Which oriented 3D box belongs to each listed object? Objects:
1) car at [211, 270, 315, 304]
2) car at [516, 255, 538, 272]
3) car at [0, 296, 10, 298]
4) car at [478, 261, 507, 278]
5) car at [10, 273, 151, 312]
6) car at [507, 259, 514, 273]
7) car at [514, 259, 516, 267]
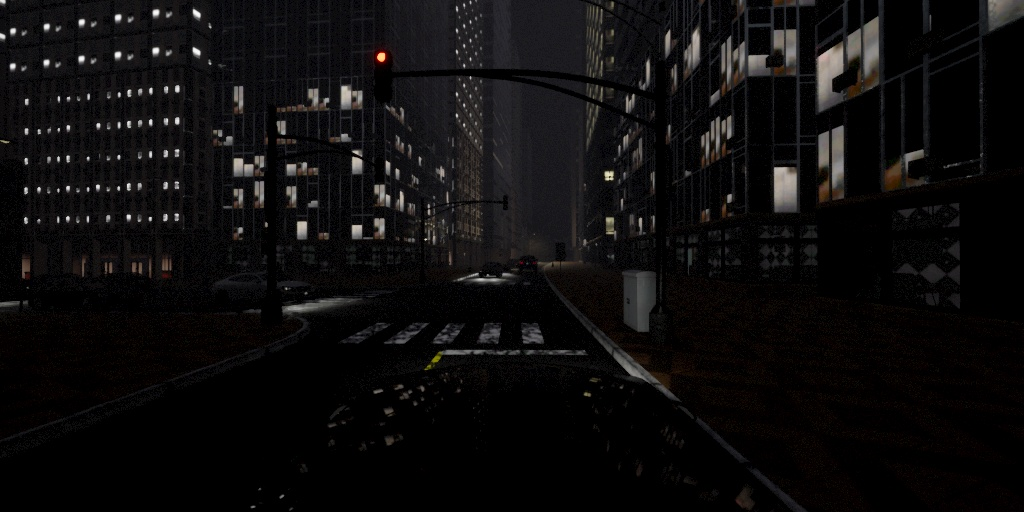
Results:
[{"bbox_3d":[-11.593,1.444,16.703,4.674,1.442,1.812,-1,0,12],"label":"car"},{"bbox_3d":[2.065,0.940,44.590,2.150,2.045,5.566,0,0,5],"label":"car"},{"bbox_3d":[-29.212,1.739,19.710,4.892,1.490,1.837,-1,0,9],"label":"car"},{"bbox_3d":[-1.946,1.281,34.256,2.033,1.411,5.357,0,0,4],"label":"car"},{"bbox_3d":[-18.130,1.567,15.327,4.403,1.370,2.007,0,0,9],"label":"car"},{"bbox_3d":[-1.162,1.322,44.264,1.895,1.301,4.718,0,0,5],"label":"car"},{"bbox_3d":[0.111,1.177,56.878,1.882,1.535,5.008,0,0,7],"label":"car"}]
